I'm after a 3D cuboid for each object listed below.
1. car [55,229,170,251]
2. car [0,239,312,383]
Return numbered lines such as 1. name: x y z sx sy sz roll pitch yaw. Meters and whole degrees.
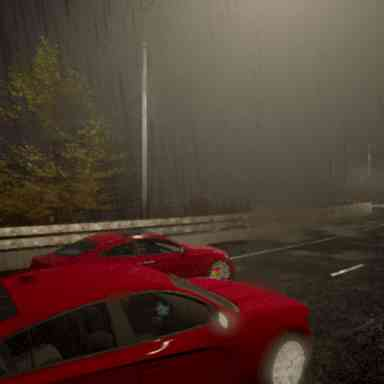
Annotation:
1. car: -1.145 1.580 7.491 4.674 1.442 1.812 0 0 -37
2. car: -0.784 1.505 3.421 5.008 1.535 1.882 0 0 -37
